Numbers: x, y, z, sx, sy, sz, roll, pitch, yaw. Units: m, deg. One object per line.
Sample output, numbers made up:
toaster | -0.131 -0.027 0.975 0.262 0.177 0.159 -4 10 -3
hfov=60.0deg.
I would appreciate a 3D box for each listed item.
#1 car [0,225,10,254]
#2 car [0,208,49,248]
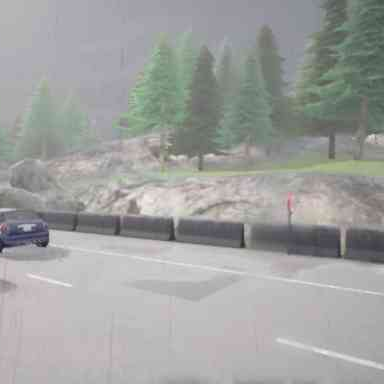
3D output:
car | -7.084 1.641 9.042 4.181 1.385 1.994 0 0 35
car | -8.086 1.451 14.055 4.553 1.767 2.097 0 0 35
